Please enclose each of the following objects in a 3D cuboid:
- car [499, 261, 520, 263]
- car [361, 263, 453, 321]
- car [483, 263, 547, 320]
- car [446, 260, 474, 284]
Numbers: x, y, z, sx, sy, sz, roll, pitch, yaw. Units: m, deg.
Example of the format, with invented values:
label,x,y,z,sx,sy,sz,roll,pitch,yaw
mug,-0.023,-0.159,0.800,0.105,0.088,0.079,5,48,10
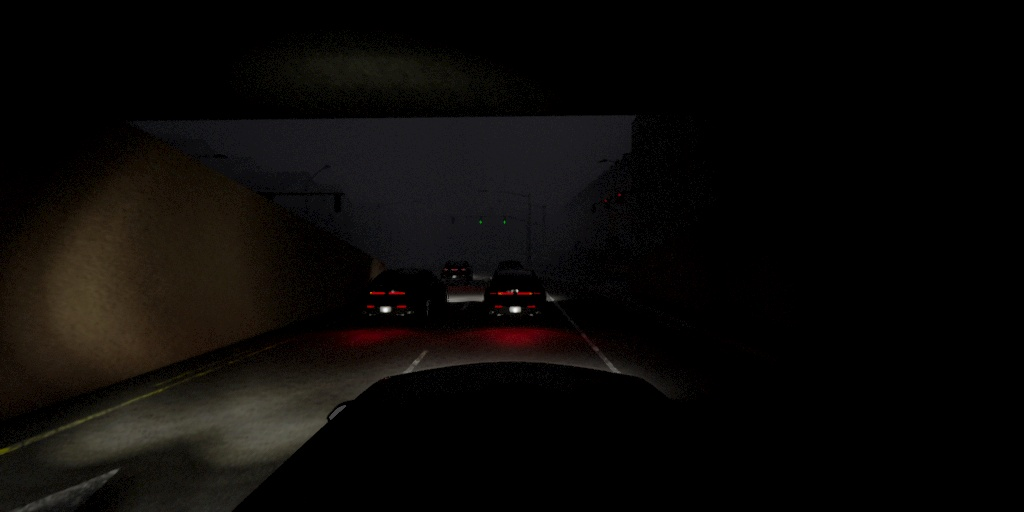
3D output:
label,x,y,z,sx,sy,sz,roll,pitch,yaw
car,-0.183,1.054,24.286,1.837,1.490,4.892,0,1,-4
car,-3.409,1.162,12.086,1.837,1.490,4.892,0,1,0
car,0.091,1.163,12.120,1.837,1.490,4.892,0,1,0
car,-3.680,1.040,24.286,2.128,1.511,4.902,0,1,-4
